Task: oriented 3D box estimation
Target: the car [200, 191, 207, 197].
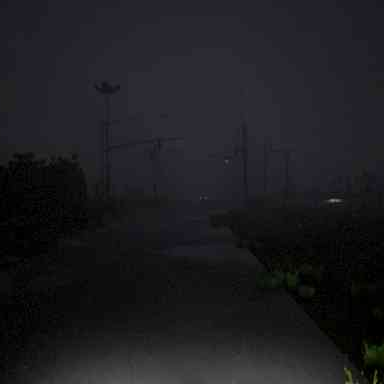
[{"bbox_3d":[2.856,0.523,83.221,1.882,1.535,5.008,0,1,3],"label":"car"}]
